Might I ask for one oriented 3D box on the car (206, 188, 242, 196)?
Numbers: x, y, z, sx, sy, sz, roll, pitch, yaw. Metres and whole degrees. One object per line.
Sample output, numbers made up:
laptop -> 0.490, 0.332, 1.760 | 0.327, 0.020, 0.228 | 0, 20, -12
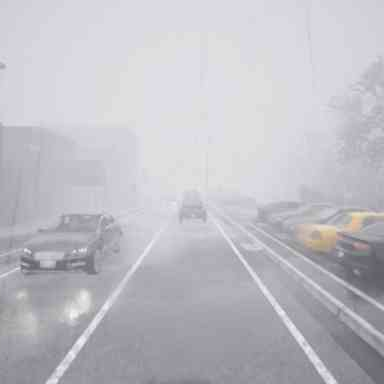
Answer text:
car -> 5.831, 0.489, 62.060 | 5.566, 2.045, 2.435 | 0, 1, 0

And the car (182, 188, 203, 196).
car -> -0.048, 0.742, 41.583 | 2.150, 2.045, 5.566 | 0, 1, 0

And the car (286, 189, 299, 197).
car -> 18.915, 0.700, 56.517 | 4.553, 1.767, 2.185 | 0, 1, 0

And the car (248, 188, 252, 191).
car -> 18.869, 0.115, 92.717 | 4.553, 1.767, 2.185 | 0, 1, 0

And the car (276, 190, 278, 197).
car -> 19.124, 0.734, 62.213 | 5.366, 1.575, 1.946 | 0, 1, 0

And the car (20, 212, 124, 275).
car -> -3.367, 1.397, 10.204 | 2.128, 1.511, 4.902 | 0, 1, 0

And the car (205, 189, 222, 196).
car -> 5.793, 0.164, 89.892 | 4.553, 1.767, 2.185 | 0, 1, 0

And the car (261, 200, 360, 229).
car -> 6.102, 1.286, 16.565 | 4.674, 1.452, 2.002 | 0, 1, 0

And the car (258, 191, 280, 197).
car -> 18.919, 0.428, 81.582 | 5.008, 1.535, 2.097 | 0, 1, 0

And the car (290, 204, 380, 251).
car -> 6.277, 1.320, 10.914 | 5.366, 1.575, 1.946 | 0, 1, 0

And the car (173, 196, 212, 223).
car -> 0.033, 1.262, 23.458 | 2.128, 1.511, 4.902 | 0, 1, 0

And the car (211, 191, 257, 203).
car -> 5.695, 0.997, 45.367 | 5.366, 1.575, 1.946 | 0, 1, 0

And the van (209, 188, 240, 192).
van -> 5.746, 0.556, 59.402 | 4.442, 1.987, 1.878 | 0, 1, 0

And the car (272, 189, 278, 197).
car -> 18.941, 0.696, 64.872 | 5.008, 1.535, 2.097 | 0, 1, 0

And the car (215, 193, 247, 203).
car -> 5.876, 0.953, 50.933 | 4.674, 1.452, 2.002 | 0, 1, 0

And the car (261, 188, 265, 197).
car -> 18.928, 0.521, 76.012 | 4.892, 1.521, 2.231 | 0, 1, 0

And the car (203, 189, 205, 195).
car -> 5.802, 0.413, 84.328 | 4.792, 1.488, 2.163 | 0, 1, 0

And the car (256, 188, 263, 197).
car -> 18.890, 0.223, 78.791 | 5.566, 2.045, 2.435 | 0, 1, 0

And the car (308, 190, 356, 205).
car -> 18.989, 0.747, 45.377 | 5.566, 2.045, 2.435 | 0, 1, 0

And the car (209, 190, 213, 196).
car -> 5.860, 0.828, 56.499 | 4.892, 1.521, 2.231 | 0, 1, 0

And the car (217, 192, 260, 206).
car -> 5.899, 1.081, 42.726 | 4.674, 1.452, 2.002 | 1, 1, 0

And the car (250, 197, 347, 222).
car -> 6.133, 1.237, 19.392 | 4.792, 1.488, 2.163 | 0, 1, 0

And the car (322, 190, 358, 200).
car -> 18.933, 0.916, 42.593 | 4.553, 1.767, 2.185 | 0, 1, 0

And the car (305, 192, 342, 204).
car -> 18.988, 0.828, 48.288 | 4.553, 1.767, 2.185 | 0, 1, 0

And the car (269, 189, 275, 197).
car -> 18.902, 0.681, 67.659 | 4.792, 1.488, 2.163 | 0, 1, 0

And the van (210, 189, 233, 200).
van -> 5.739, 0.471, 64.843 | 4.442, 1.987, 1.878 | 0, 1, 0

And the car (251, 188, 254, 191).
car -> 18.902, 0.336, 87.150 | 5.008, 1.535, 2.097 | 0, 1, 0

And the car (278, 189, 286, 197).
car -> 18.971, 0.529, 59.425 | 5.566, 2.045, 2.435 | 0, 1, 0

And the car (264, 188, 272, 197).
car -> 18.957, 0.438, 73.224 | 4.553, 1.767, 2.185 | 0, 1, 0

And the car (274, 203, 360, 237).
car -> 6.098, 1.325, 13.740 | 4.674, 1.452, 2.002 | 0, 1, 0

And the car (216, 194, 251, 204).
car -> 5.906, 0.986, 48.150 | 4.792, 1.488, 2.163 | 0, 1, 0

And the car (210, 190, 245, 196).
car -> 5.841, 0.900, 53.716 | 4.792, 1.488, 2.163 | 0, 1, 0

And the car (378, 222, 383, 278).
car -> 6.089, 1.400, 5.263 | 5.008, 1.535, 2.097 | 0, 1, 0

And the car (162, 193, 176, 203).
car -> -3.529, 0.889, 52.159 | 1.812, 1.442, 4.674 | 0, 1, 0

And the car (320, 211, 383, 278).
car -> 6.082, 1.362, 8.088 | 5.008, 1.535, 2.097 | 0, 1, 0

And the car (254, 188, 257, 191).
car -> 18.879, 0.257, 84.364 | 4.553, 1.767, 2.185 | 0, 1, 0
